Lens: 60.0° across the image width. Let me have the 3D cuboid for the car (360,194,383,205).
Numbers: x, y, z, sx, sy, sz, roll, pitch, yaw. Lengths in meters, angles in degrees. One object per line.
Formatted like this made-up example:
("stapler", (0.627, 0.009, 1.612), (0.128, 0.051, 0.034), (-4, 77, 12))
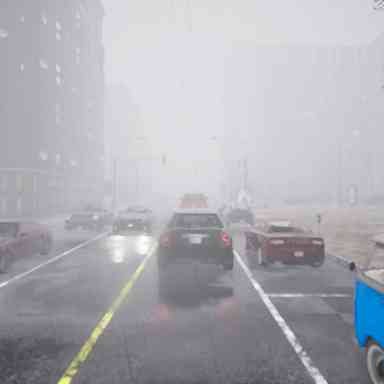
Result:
("car", (24.858, 0.915, 43.425), (4.097, 1.590, 1.967), (0, 0, 1))

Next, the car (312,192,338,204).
("car", (19.412, 0.901, 51.859), (5.009, 1.841, 2.192), (0, 0, 1))

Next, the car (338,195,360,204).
("car", (24.941, 1.090, 51.806), (4.507, 1.381, 1.887), (0, 0, 1))

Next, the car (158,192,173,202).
("car", (-5.523, 0.915, 65.177), (2.192, 1.841, 5.009), (1, 0, 0))

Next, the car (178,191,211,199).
("car", (0.148, 1.051, 27.489), (2.150, 2.045, 5.566), (0, 0, 0))

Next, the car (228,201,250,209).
("car", (2.879, 1.418, 21.357), (2.008, 1.369, 4.403), (1, 0, 0))

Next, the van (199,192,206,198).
("van", (2.921, 0.776, 92.974), (1.690, 1.788, 3.998), (1, 0, 0))

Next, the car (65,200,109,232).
("car", (-5.763, 1.319, 19.141), (1.967, 1.590, 4.097), (1, 0, 0))

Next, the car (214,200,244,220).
("car", (2.892, 1.384, 26.927), (2.008, 1.369, 4.403), (1, 0, 0))

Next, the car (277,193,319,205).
("car", (13.804, 1.138, 43.531), (4.206, 1.307, 1.802), (0, 0, 1))

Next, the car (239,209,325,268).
("car", (2.809, 1.477, 10.927), (1.887, 1.381, 4.507), (1, 0, 0))

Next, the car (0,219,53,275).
("car", (-5.736, 1.516, 10.238), (1.802, 1.307, 4.206), (1, 0, 0))

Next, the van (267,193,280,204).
("van", (13.885, 0.968, 51.912), (3.998, 1.788, 1.690), (0, 0, 1))

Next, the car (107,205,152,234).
("car", (-3.052, 1.448, 18.399), (1.994, 1.385, 4.181), (0, 0, 0))

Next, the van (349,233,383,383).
("van", (2.736, 1.325, 2.465), (1.690, 1.788, 3.998), (1, 0, 0))

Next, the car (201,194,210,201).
("car", (2.866, 1.150, 70.690), (1.802, 1.307, 4.206), (1, 0, 0))

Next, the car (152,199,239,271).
("car", (0.103, 1.283, 10.857), (2.097, 1.767, 4.553), (0, 0, 0))

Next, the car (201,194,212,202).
("car", (2.853, 1.168, 65.119), (1.947, 1.339, 4.313), (1, 0, 0))
